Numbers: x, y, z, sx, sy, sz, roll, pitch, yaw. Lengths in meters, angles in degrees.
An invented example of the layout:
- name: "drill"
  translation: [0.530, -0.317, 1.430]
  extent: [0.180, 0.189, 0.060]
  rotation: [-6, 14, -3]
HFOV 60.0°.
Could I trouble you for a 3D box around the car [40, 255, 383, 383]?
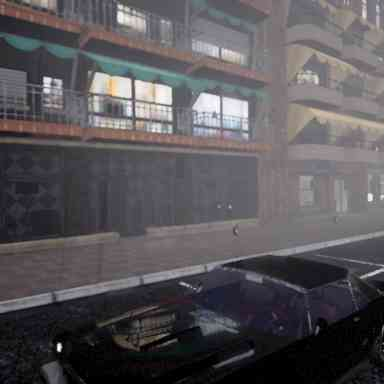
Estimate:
- name: "car"
  translation: [0.841, 1.572, 4.008]
  extent: [4.718, 1.301, 1.895]
  rotation: [-1, 0, -39]
